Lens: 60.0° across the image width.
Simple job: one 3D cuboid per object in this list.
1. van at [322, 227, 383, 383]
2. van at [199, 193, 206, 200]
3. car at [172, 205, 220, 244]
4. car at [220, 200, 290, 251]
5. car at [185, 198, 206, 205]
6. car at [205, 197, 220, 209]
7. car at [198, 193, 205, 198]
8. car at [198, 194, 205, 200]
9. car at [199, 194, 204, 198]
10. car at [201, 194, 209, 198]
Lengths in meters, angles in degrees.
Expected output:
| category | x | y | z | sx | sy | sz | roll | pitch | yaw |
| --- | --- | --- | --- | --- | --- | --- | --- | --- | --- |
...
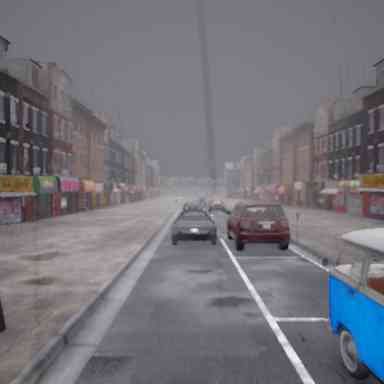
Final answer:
| category | x | y | z | sx | sy | sz | roll | pitch | yaw |
| --- | --- | --- | --- | --- | --- | --- | --- | --- | --- |
| van | 2.617 | 1.336 | 2.956 | 1.690 | 1.788 | 3.998 | -1 | 0 | 0 |
| van | 2.609 | 1.205 | 85.943 | 1.690 | 1.788 | 3.998 | -1 | 0 | 0 |
| car | 0.099 | 1.537 | 15.637 | 1.994 | 1.385 | 4.181 | 0 | 0 | 0 |
| car | 2.615 | 1.291 | 14.021 | 2.192 | 1.841 | 5.009 | -1 | 0 | 0 |
| car | 0.097 | 1.544 | 33.120 | 1.895 | 1.301 | 4.718 | 0 | 0 | 0 |
| car | 2.619 | 1.520 | 36.151 | 1.802 | 1.307 | 4.206 | -1 | 0 | 0 |
| car | 2.616 | 1.462 | 63.813 | 1.947 | 1.339 | 4.313 | -1 | 0 | 0 |
| car | 2.611 | 1.297 | 91.476 | 1.967 | 1.590 | 4.097 | -1 | 0 | 0 |
| car | 2.617 | 1.463 | 52.749 | 2.008 | 1.369 | 4.403 | -1 | 0 | 0 |
| car | 2.617 | 1.445 | 47.386 | 1.752 | 1.417 | 4.829 | -1 | 0 | 0 |
